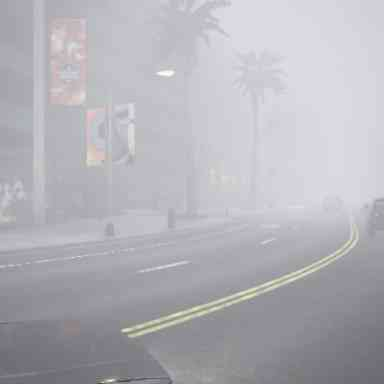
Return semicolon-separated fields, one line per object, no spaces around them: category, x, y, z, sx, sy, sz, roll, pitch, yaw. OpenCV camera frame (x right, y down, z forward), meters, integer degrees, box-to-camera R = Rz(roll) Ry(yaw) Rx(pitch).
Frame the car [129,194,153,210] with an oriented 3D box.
car;-7.479;1.350;45.891;2.435;2.045;5.566;0;0;25

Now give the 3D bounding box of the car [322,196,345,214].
car;16.438;1.444;38.694;2.150;2.045;5.566;0;0;25

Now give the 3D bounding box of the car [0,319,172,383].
car;-2.681;1.568;1.924;5.357;1.411;2.033;0;0;-36

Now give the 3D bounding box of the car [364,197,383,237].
car;10.847;1.323;18.276;2.150;2.045;5.566;0;0;27

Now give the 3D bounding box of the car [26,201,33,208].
car;-24.589;1.865;52.968;1.895;1.301;4.718;0;0;25

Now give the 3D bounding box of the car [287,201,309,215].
car;11.725;1.748;36.856;1.812;1.442;4.674;0;0;25

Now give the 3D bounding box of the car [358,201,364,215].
car;19.262;1.706;36.012;1.837;1.490;4.892;0;0;25
